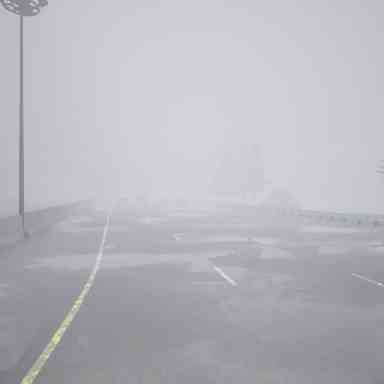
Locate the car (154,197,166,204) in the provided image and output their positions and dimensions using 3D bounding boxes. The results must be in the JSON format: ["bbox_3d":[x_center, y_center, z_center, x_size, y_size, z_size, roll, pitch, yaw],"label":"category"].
[{"bbox_3d":[-5.996,1.587,62.646,2.033,1.411,5.357,0,0,-12],"label":"car"}]

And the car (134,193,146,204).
[{"bbox_3d":[-10.327,1.264,65.852,2.150,2.045,5.566,0,0,-13],"label":"car"}]

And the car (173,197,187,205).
[{"bbox_3d":[-2.249,1.587,61.975,2.033,1.411,5.357,0,0,-12],"label":"car"}]

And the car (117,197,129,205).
[{"bbox_3d":[-12.283,1.586,58.881,2.033,1.411,5.357,0,0,-15],"label":"car"}]
